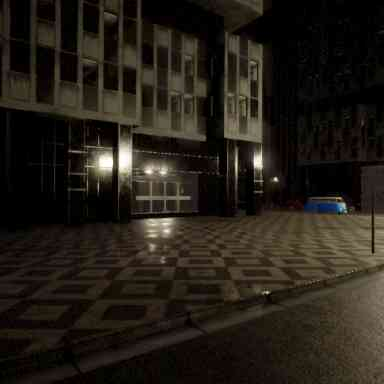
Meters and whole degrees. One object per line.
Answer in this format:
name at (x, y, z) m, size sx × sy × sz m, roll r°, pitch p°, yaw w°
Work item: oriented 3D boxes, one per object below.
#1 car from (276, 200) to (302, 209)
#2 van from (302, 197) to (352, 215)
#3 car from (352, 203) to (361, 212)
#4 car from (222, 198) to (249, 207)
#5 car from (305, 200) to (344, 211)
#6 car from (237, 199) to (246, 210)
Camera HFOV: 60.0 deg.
car at (14.112, 1.819, 48.327) m, size 1.802 × 1.307 × 4.206 m, roll 0°, pitch 0°, yaw -36°
van at (13.752, 1.425, 34.173) m, size 1.690 × 1.788 × 3.998 m, roll 0°, pitch 0°, yaw -36°
car at (20.682, 1.725, 39.137) m, size 1.947 × 1.339 × 4.313 m, roll 0°, pitch 0°, yaw -36°
car at (7.442, 1.839, 57.655) m, size 1.752 × 1.417 × 4.829 m, roll 0°, pitch 0°, yaw -36°
car at (17.397, 1.749, 43.732) m, size 2.008 × 1.369 × 4.403 m, roll 0°, pitch 0°, yaw -36°
car at (7.182, 1.706, 43.362) m, size 1.887 × 1.381 × 4.507 m, roll 0°, pitch 0°, yaw -36°
